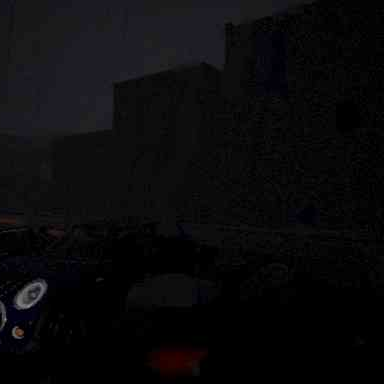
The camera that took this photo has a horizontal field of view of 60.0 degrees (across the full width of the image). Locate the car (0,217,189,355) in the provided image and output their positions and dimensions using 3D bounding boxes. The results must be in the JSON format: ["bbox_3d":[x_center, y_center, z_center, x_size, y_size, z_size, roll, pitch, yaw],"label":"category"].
[{"bbox_3d":[-1.685,1.351,6.387,2.185,1.767,4.553,0,0,36],"label":"car"}]

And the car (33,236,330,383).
[{"bbox_3d":[0.561,1.518,4.744,2.002,1.452,4.674,0,0,36],"label":"car"}]
